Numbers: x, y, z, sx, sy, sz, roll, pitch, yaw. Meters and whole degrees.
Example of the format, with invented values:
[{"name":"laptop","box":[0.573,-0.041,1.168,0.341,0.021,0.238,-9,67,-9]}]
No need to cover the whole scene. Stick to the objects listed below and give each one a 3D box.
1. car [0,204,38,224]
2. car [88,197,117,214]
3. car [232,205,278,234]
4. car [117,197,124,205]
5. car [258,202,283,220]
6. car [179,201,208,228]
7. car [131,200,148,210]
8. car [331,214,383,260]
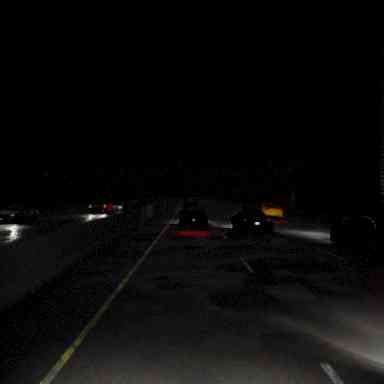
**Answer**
[{"name":"car","box":[-14.112,1.731,26.869,1.812,1.442,4.674,0,0,0]},{"name":"car","box":[-10.753,1.654,39.563,2.097,1.767,4.553,0,0,-1]},{"name":"car","box":[3.604,1.720,20.392,1.994,1.385,4.181,0,0,0]},{"name":"car","box":[-14.943,1.802,67.249,1.812,1.442,4.674,0,0,-2]},{"name":"car","box":[7.064,1.717,31.359,1.882,1.535,5.008,0,0,-1]},{"name":"car","box":[0.102,1.658,23.639,1.882,1.535,5.008,0,0,0]},{"name":"car","box":[-7.447,1.840,47.480,1.882,1.535,5.008,0,-1,-1]},{"name":"car","box":[7.102,1.591,12.932,2.128,1.511,4.902,0,0,0]}]
